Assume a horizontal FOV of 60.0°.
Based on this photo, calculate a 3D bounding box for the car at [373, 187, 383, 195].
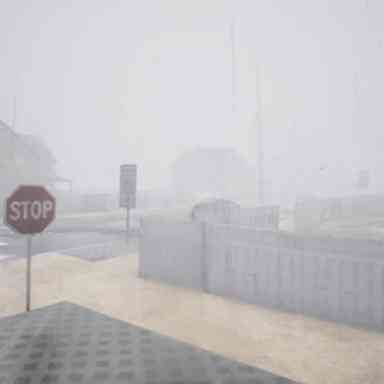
[{"bbox_3d":[45.369,-0.307,80.489,2.150,2.045,5.566,2,2,37],"label":"car"}]

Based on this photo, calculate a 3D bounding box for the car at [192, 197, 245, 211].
[{"bbox_3d":[1.940,1.142,22.699,1.837,1.490,4.892,2,2,37],"label":"car"}]

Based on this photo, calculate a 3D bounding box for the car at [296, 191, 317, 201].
[{"bbox_3d":[15.868,0.655,45.814,1.812,1.442,4.674,2,2,37],"label":"car"}]
